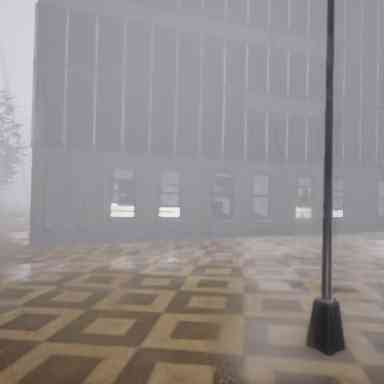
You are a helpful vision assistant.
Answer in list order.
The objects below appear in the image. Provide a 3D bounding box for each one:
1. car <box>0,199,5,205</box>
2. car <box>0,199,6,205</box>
[{"bbox_3d":[-43.917,2.279,76.024,1.887,1.381,4.507,2,-1,-28],"label":"car"},{"bbox_3d":[-46.446,2.341,80.905,1.947,1.339,4.313,2,-1,-30],"label":"car"}]
